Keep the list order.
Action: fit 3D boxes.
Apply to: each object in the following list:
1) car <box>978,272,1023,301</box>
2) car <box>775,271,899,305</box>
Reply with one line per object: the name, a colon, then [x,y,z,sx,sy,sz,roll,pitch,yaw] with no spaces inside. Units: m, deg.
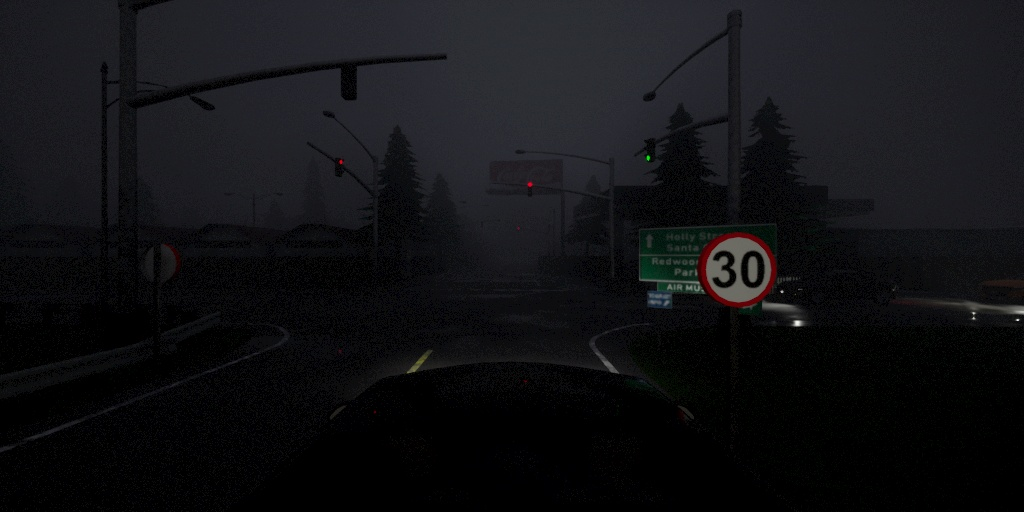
car: [25.131,1.417,16.803,5.008,1.535,1.882,0,0,1]
car: [15.195,1.444,16.931,4.892,1.490,1.837,0,0,1]
